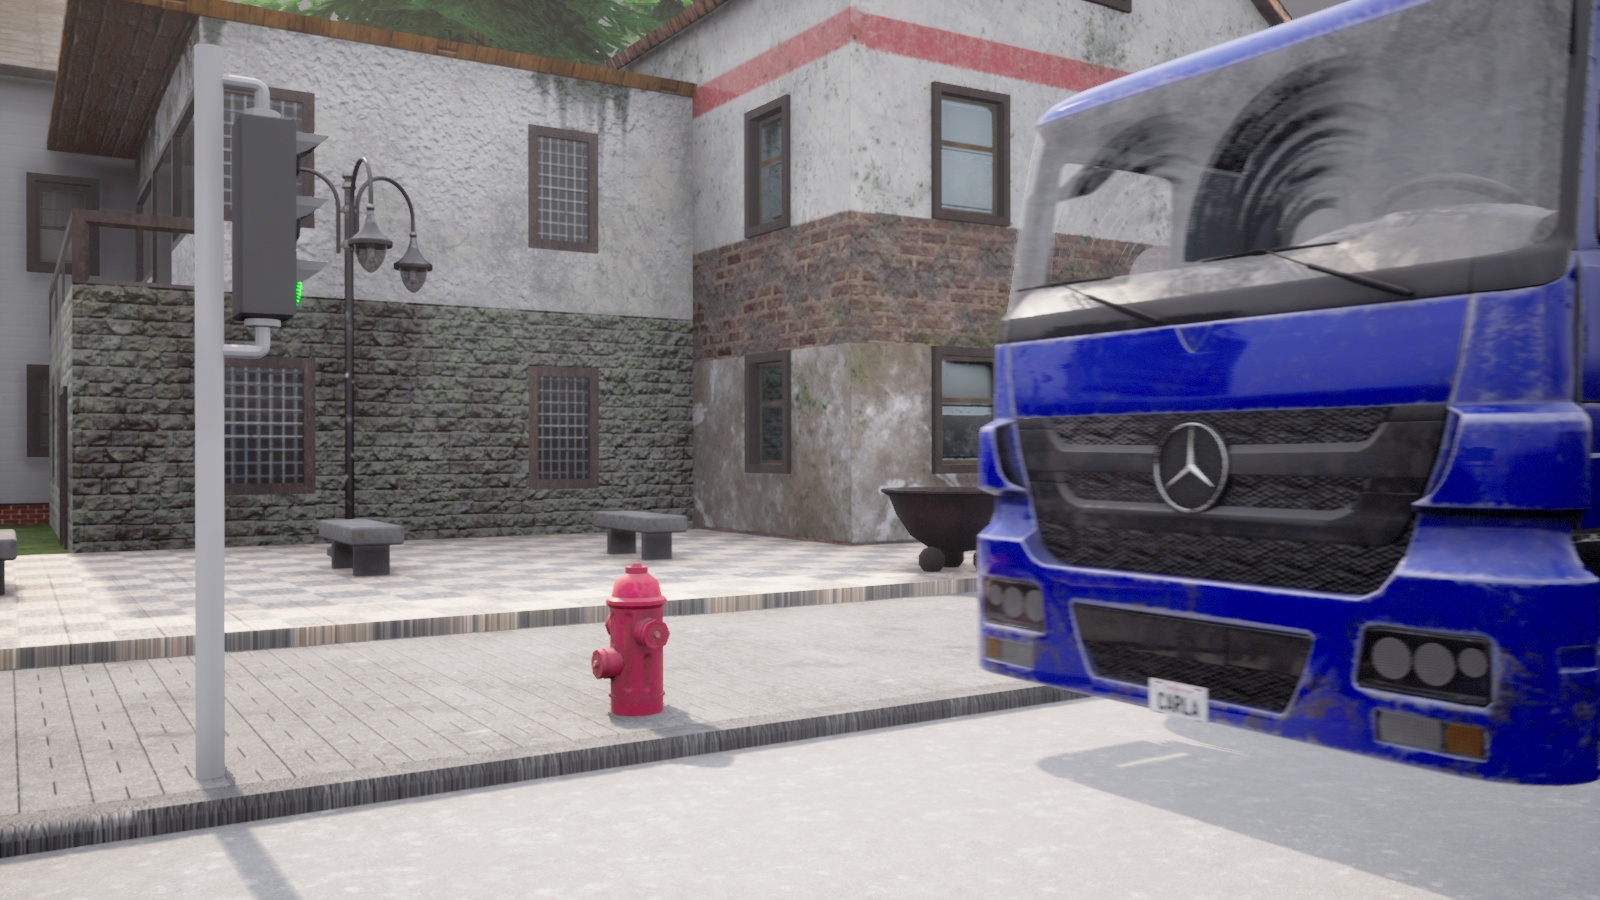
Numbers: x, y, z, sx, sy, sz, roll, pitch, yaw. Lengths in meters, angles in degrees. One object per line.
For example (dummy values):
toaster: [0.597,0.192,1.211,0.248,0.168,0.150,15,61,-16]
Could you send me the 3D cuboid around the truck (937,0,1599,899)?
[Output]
truck: [4.815,-0.262,7.217,7.936,3.462,2.891,0,0,-33]
